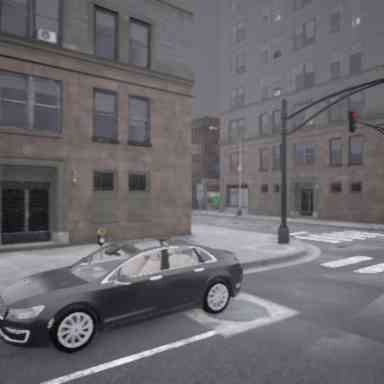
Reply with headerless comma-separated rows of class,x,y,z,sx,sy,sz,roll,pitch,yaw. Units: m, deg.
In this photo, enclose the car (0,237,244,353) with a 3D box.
car,-0.999,1.564,6.052,4.403,1.369,2.008,0,0,-36
